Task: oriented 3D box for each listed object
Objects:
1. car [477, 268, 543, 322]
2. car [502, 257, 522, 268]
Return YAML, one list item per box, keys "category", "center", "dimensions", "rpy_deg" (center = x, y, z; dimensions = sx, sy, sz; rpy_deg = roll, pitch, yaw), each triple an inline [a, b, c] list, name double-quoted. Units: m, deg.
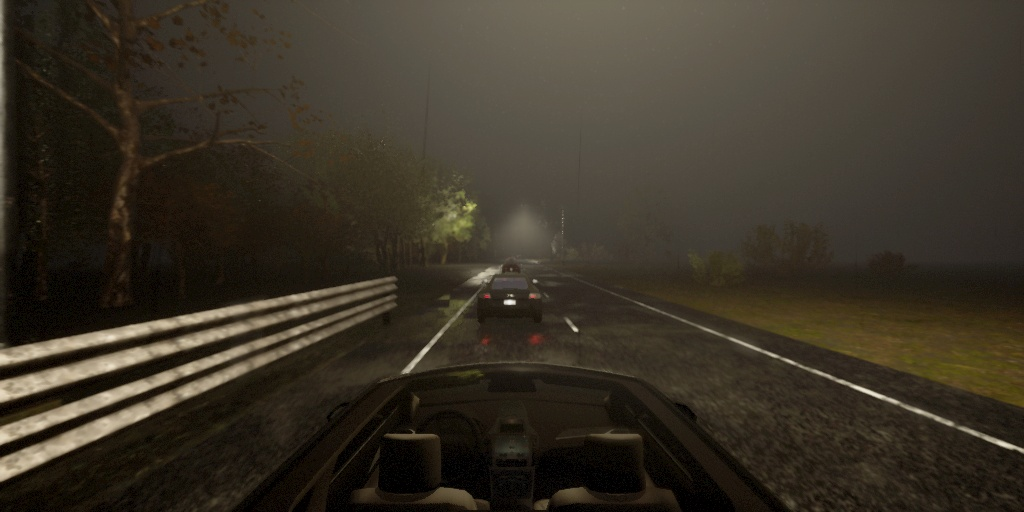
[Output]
- category: "car"
  center: [-0.062, 1.266, 12.102]
  dimensions: [1.994, 1.385, 4.181]
  rpy_deg: [0, 0, 0]
- category: "car"
  center: [-0.067, 1.100, 37.016]
  dimensions: [1.812, 1.442, 4.674]
  rpy_deg: [0, 0, 0]
